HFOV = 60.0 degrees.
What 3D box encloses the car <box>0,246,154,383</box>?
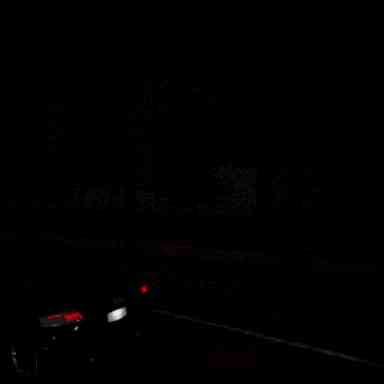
[{"bbox_3d":[-2.686,1.612,5.462,4.181,1.385,1.994,-1,0,32],"label":"car"}]
